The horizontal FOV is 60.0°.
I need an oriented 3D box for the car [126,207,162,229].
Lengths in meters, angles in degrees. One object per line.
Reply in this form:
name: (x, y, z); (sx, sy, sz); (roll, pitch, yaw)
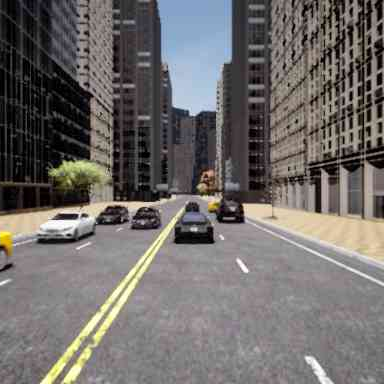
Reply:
car: (-3.253, 1.855, 24.326); (1.837, 1.490, 4.892); (0, -1, 0)

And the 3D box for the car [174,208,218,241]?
car: (0.099, 1.779, 17.905); (1.994, 1.385, 4.181); (0, -1, 0)

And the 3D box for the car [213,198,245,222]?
car: (3.348, 1.578, 29.842); (2.150, 2.045, 5.566); (0, -1, 0)

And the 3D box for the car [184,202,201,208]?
car: (0.081, 2.010, 42.751); (1.837, 1.490, 4.892); (0, -1, 0)

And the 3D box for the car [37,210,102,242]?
car: (-6.532, 1.740, 17.891); (1.812, 1.442, 4.674); (0, -1, 1)

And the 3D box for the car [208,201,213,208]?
car: (3.340, 2.030, 46.926); (1.882, 1.535, 5.008); (0, 0, 0)

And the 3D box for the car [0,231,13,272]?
car: (-6.584, 1.579, 8.444); (1.882, 1.535, 5.008); (0, -1, 0)

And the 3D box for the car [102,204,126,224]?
car: (-6.504, 1.840, 28.091); (1.837, 1.490, 4.892); (0, -1, 0)
